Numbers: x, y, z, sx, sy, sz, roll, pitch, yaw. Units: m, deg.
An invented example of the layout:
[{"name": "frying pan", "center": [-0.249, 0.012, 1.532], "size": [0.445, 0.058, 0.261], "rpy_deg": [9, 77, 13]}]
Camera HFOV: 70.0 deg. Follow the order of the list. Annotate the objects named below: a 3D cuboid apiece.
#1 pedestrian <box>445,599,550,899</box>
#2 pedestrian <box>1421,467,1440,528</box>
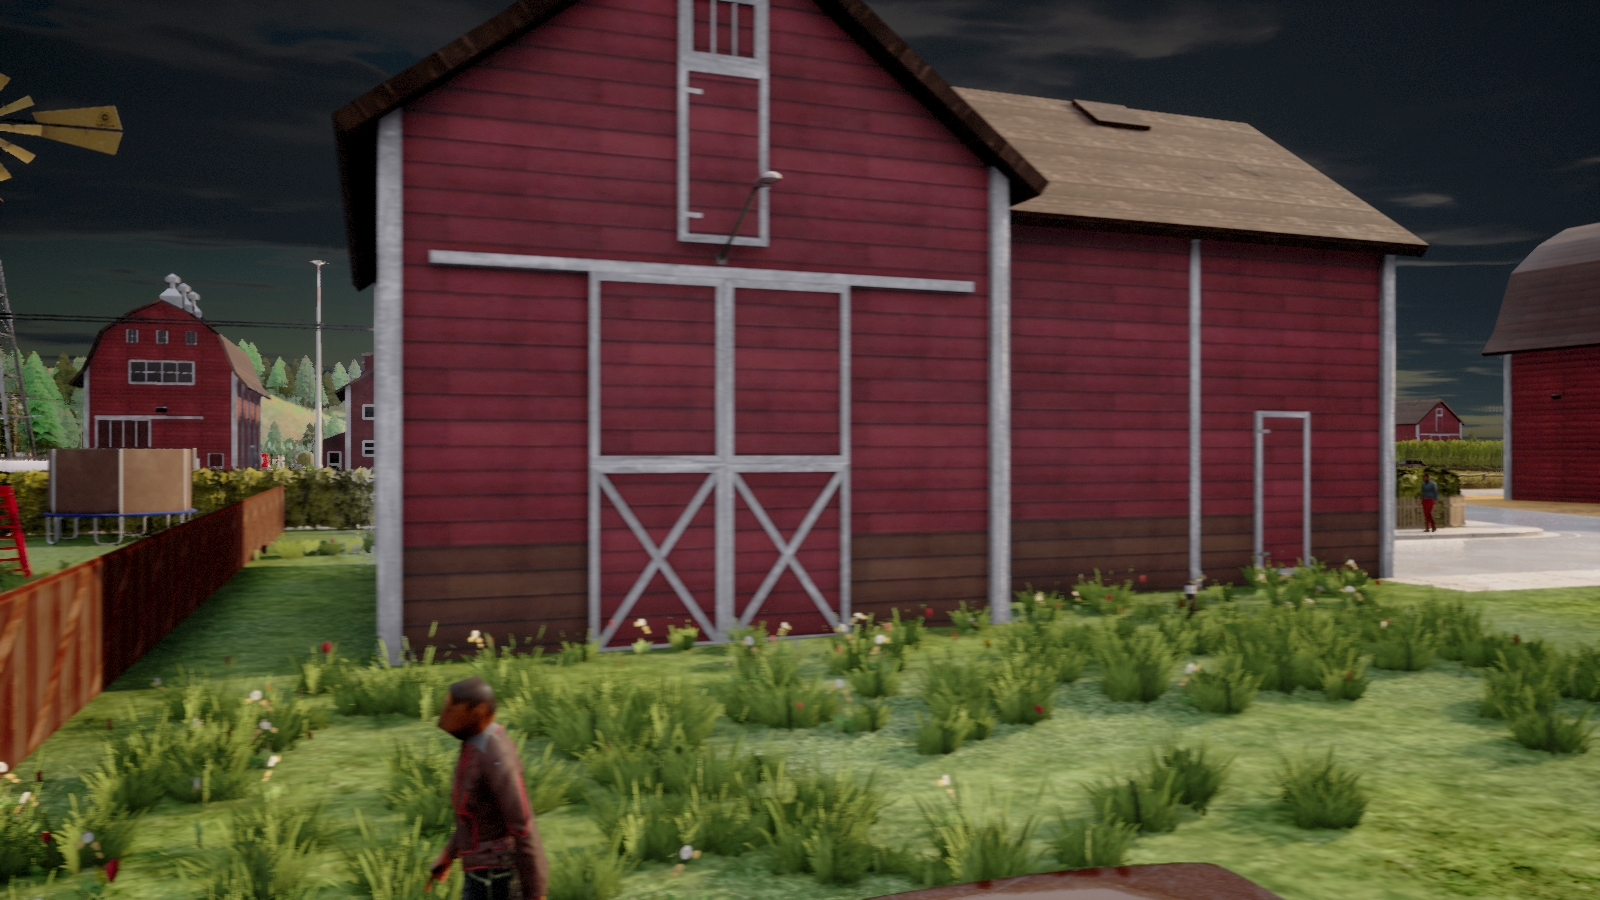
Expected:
[{"name": "pedestrian", "center": [-1.213, 1.555, 4.563], "size": [0.375, 1.860, 0.375], "rpy_deg": [0, 0, -20]}, {"name": "pedestrian", "center": [19.386, 1.465, 35.132], "size": [0.375, 1.860, 0.375], "rpy_deg": [0, 0, -22]}]
